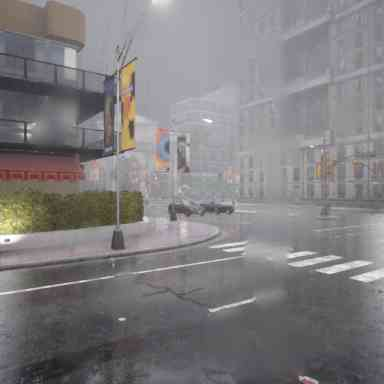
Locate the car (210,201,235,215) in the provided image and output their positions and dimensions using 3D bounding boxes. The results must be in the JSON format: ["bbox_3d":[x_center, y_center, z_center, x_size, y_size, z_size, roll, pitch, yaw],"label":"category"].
[{"bbox_3d":[2.227,1.601,34.117,1.895,1.301,4.718,0,0,-35],"label":"car"}]

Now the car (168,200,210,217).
[{"bbox_3d":[-0.624,1.526,32.087,1.812,1.442,4.674,0,0,-35],"label":"car"}]
